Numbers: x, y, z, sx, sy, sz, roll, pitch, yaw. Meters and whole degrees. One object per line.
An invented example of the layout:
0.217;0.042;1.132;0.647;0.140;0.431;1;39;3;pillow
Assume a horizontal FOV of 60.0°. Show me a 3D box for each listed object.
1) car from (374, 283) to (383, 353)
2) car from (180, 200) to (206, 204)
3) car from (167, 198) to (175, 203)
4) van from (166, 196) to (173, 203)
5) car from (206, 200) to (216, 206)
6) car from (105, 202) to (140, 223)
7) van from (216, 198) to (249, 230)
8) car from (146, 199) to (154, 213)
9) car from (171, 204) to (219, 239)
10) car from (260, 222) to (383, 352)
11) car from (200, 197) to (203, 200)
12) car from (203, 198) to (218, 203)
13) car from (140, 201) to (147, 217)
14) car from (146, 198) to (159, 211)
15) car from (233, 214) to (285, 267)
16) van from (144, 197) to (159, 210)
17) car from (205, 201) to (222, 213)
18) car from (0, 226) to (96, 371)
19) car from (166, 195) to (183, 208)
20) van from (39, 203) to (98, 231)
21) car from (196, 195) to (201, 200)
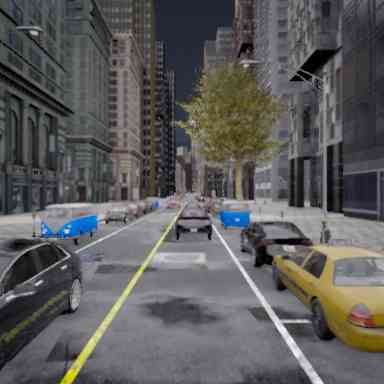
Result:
2.761;1.558;0.955;2.008;1.369;4.403;0;0;0;car
0.080;1.805;34.434;1.994;1.385;4.181;0;0;0;car
-5.834;2.234;91.951;1.887;1.381;4.507;0;0;0;car
-5.832;1.985;86.427;1.690;1.788;3.998;0;0;0;van
2.741;1.780;32.688;2.008;1.369;4.403;0;0;0;car
-5.780;1.738;26.790;2.008;1.369;4.403;0;0;0;car
2.747;1.495;22.112;1.690;1.788;3.998;0;0;0;van
-5.787;1.810;37.617;1.887;1.381;4.507;0;0;0;car
0.090;1.617;18.166;2.128;1.511;4.902;0;0;0;car
2.758;1.570;6.414;1.752;1.417;4.829;0;0;0;car
2.734;1.913;54.016;1.752;1.417;4.829;0;0;0;car
2.737;1.583;37.979;2.192;1.841;5.009;0;0;0;car
-5.783;1.808;32.203;1.802;1.307;4.206;0;0;0;car
-5.790;1.871;43.030;1.947;1.339;4.313;0;0;0;car
2.755;1.646;11.533;1.947;1.339;4.313;0;0;0;car
-5.794;1.687;48.444;1.690;1.788;3.998;0;0;0;van
2.735;1.851;43.266;1.887;1.381;4.507;0;0;0;car
-3.102;1.539;4.914;1.837;1.490;4.892;0;0;0;car
-3.039;1.761;56.993;2.097;1.767;4.553;0;0;0;car
-5.774;1.452;15.966;1.690;1.788;3.998;0;0;0;van
2.721;2.234;91.938;1.887;1.381;4.507;0;0;0;car
